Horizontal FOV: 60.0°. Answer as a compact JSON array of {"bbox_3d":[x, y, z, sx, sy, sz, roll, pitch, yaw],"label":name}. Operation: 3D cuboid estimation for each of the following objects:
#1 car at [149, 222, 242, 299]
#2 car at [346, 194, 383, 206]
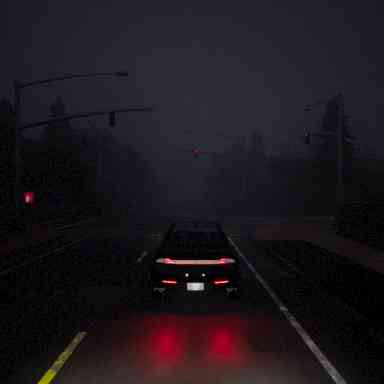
[{"bbox_3d":[0.082,1.492,8.423,2.128,1.511,4.902,0,0,0],"label":"car"},{"bbox_3d":[15.876,1.202,28.946,5.566,2.045,2.150,0,0,-8],"label":"car"}]
